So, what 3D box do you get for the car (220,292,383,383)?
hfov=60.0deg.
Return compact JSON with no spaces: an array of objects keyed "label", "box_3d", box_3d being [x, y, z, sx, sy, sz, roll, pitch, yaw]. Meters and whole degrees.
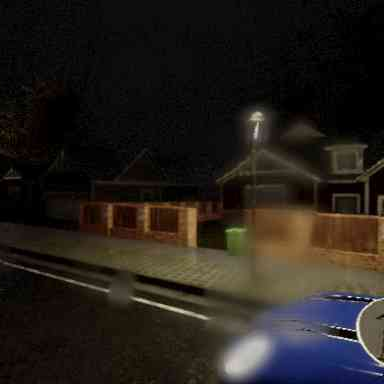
[{"label":"car","box_3d":[2.431,1.360,2.260,4.553,1.767,2.097,1,0,35]}]
